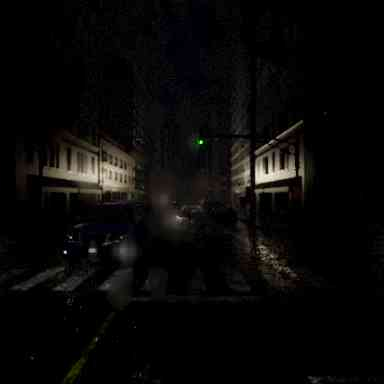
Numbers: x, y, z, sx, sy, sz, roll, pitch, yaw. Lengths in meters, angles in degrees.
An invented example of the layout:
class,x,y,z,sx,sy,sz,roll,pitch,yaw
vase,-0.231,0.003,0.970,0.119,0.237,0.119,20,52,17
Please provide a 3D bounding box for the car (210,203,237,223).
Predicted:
class,x,y,z,sx,sy,sz,roll,pitch,yaw
car,2.816,1.887,28.444,1.887,1.381,4.507,0,-1,0

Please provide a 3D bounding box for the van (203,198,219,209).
class,x,y,z,sx,sy,sz,roll,pitch,yaw
van,2.792,1.883,44.950,1.690,1.788,3.998,0,-1,0

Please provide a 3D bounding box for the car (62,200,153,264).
class,x,y,z,sx,sy,sz,roll,pitch,yaw
car,-3.022,1.442,12.851,2.150,2.045,5.566,0,-1,0

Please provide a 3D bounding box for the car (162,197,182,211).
class,x,y,z,sx,sy,sz,roll,pitch,yaw
car,-3.075,1.872,52.523,2.150,2.045,5.566,0,0,0

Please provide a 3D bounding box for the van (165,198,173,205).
class,x,y,z,sx,sy,sz,roll,pitch,yaw
van,-5.790,2.352,83.444,1.690,1.788,3.998,0,-1,0

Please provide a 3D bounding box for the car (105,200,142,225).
class,x,y,z,sx,sy,sz,roll,pitch,yaw
car,-5.710,1.658,28.435,2.192,1.841,5.009,0,-1,0

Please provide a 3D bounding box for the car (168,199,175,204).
class,x,y,z,sx,sy,sz,roll,pitch,yaw
car,-5.806,2.729,94.443,1.802,1.307,4.206,0,-1,0

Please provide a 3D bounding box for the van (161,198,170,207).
class,x,y,z,sx,sy,sz,roll,pitch,yaw
van,-5.774,2.217,72.443,1.690,1.788,3.998,0,-1,0

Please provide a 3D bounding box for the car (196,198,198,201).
class,x,y,z,sx,sy,sz,roll,pitch,yaw
car,2.735,2.325,83.457,2.192,1.841,5.009,0,-1,0

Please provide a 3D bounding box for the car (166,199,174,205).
class,x,y,z,sx,sy,sz,roll,pitch,yaw
car,-5.798,2.644,88.942,1.947,1.339,4.313,0,-1,0

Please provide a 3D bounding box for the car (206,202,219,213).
class,x,y,z,sx,sy,sz,roll,pitch,yaw
car,2.808,1.975,33.945,1.947,1.339,4.313,0,-1,0

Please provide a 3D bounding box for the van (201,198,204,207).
class,x,y,z,sx,sy,sz,roll,pitch,yaw
van,2.776,2.016,55.952,1.690,1.788,3.998,0,-1,0

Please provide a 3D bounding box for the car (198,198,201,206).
class,x,y,z,sx,sy,sz,roll,pitch,yaw
car,2.760,2.391,66.951,1.802,1.307,4.206,0,-1,0

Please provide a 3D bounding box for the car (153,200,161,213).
class,x,y,z,sx,sy,sz,roll,pitch,yaw
car,-5.734,1.983,44.936,1.967,1.590,4.097,0,-1,0

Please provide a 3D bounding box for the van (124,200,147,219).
class,x,y,z,sx,sy,sz,roll,pitch,yaw
van,-5.718,1.751,33.936,1.690,1.788,3.998,0,-1,0

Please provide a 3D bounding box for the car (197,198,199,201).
class,x,y,z,sx,sy,sz,roll,pitch,yaw
car,2.744,2.525,77.952,1.802,1.307,4.206,0,-1,0
